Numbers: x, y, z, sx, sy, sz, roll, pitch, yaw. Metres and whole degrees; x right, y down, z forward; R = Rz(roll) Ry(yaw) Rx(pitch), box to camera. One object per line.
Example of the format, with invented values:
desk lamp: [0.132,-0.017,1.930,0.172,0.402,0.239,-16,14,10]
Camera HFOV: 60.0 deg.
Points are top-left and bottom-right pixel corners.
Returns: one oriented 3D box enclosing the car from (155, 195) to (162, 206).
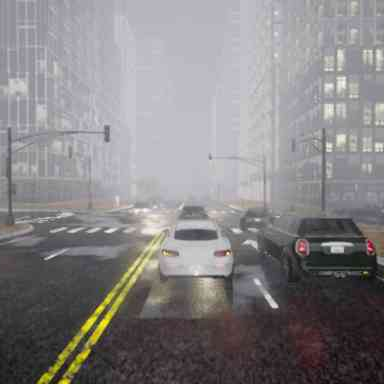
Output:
car: [-6.585,1.433,55.521,1.882,1.535,5.008,0,0,1]

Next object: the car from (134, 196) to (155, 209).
car: [-6.604,1.531,45.196,1.994,1.385,4.181,0,0,0]

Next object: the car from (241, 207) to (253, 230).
car: [4.113,1.611,20.850,1.994,1.385,4.181,-1,-2,11]

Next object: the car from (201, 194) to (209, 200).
car: [3.224,1.270,85.172,1.812,1.442,4.674,0,0,0]

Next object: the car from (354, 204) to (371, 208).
car: [15.083,1.705,29.775,4.718,1.301,1.895,1,1,1]

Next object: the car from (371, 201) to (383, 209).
car: [16.194,1.522,23.970,5.009,1.841,2.192,1,0,1]

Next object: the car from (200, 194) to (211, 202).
car: [3.227,1.400,74.755,1.882,1.535,5.008,0,0,0]

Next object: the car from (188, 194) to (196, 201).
car: [-0.023,1.422,74.755,1.837,1.490,4.892,0,0,0]

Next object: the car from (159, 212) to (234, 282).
car: [0.100,1.520,9.616,1.812,1.442,4.674,0,0,0]

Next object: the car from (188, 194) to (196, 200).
car: [-0.027,1.224,85.172,1.882,1.535,5.008,0,0,0]

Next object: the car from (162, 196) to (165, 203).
car: [-6.522,1.420,65.895,1.882,1.535,5.008,0,0,0]

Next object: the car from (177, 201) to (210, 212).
car: [0.102,1.571,21.837,1.837,1.490,4.892,1,0,0]

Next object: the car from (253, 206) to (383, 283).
car: [3.349,1.346,9.784,2.097,1.767,4.553,0,0,0]
